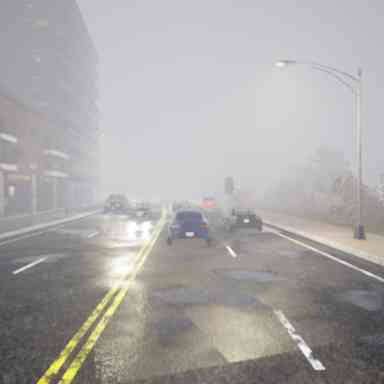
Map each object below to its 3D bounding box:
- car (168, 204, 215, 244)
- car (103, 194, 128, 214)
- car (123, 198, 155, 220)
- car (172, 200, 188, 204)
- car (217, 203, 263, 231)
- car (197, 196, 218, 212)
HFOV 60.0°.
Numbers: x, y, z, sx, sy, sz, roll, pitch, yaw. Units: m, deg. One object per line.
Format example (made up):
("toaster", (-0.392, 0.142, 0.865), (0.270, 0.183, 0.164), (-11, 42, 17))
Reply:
("car", (-0.160, 1.511, 15.590), (1.812, 1.442, 4.674), (0, 0, -2))
("car", (-7.879, 1.208, 35.121), (2.150, 2.045, 5.566), (0, 0, -4))
("car", (-4.167, 1.475, 27.967), (2.128, 1.511, 4.902), (0, 0, -3))
("car", (-1.297, 1.557, 37.160), (1.895, 1.301, 4.718), (0, 0, -4))
("car", (2.907, 1.532, 20.203), (1.994, 1.385, 4.181), (0, 0, -2))
("car", (1.791, 1.292, 38.534), (2.097, 1.767, 4.553), (0, 0, -4))
